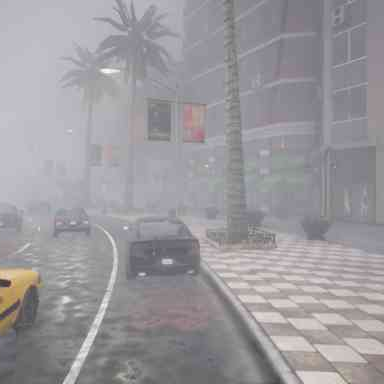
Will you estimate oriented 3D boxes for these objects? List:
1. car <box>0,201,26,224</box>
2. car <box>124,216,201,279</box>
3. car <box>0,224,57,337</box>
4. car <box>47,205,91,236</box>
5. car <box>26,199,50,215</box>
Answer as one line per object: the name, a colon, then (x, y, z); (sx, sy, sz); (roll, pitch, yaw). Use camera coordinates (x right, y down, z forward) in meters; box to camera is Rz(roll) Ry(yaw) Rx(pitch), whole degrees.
car: (-11.152, 1.516, 19.809); (1.812, 1.442, 4.674); (0, 0, -25)
car: (-1.059, 1.476, 10.199); (1.882, 1.535, 5.008); (0, 0, -11)
car: (-3.336, 1.453, 3.728); (1.801, 1.575, 5.366); (0, 0, -5)
car: (-6.676, 1.542, 18.366); (2.033, 1.411, 5.357); (0, 0, -22)
car: (-15.967, 1.478, 34.384); (2.128, 1.511, 4.902); (0, 0, -34)
